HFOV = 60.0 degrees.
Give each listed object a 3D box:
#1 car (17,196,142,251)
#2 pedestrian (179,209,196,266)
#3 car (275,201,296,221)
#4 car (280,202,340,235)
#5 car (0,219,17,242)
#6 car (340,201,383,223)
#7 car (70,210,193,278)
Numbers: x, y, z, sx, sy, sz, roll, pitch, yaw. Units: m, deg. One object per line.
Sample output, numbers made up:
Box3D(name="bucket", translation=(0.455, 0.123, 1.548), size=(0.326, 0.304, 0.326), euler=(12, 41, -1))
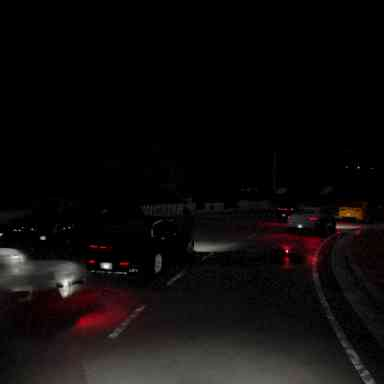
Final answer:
Box3D(name="car", translation=(-4.089, 1.221, 13.986), size=(2.150, 2.045, 5.566), euler=(0, 0, 22))
Box3D(name="pedestrian", translation=(-0.197, 1.294, 10.226), size=(0.375, 1.860, 0.375), euler=(0, 0, 18))
Box3D(name="car", translation=(8.343, 1.488, 26.007), size=(2.128, 1.511, 4.902), euler=(0, 0, 43))
Box3D(name="car", translation=(6.848, 1.526, 18.976), size=(1.812, 1.442, 4.674), euler=(0, 0, 34))
Box3D(name="car", translation=(-6.927, 1.505, 15.919), size=(1.837, 1.490, 4.892), euler=(-1, 0, 23))
Box3D(name="car", translation=(13.242, 1.478, 25.692), size=(5.008, 1.535, 1.882), euler=(0, 0, -40))
Box3D(name="car", translation=(-1.365, 1.506, 10.307), size=(1.837, 1.490, 4.892), euler=(0, 0, 17))
